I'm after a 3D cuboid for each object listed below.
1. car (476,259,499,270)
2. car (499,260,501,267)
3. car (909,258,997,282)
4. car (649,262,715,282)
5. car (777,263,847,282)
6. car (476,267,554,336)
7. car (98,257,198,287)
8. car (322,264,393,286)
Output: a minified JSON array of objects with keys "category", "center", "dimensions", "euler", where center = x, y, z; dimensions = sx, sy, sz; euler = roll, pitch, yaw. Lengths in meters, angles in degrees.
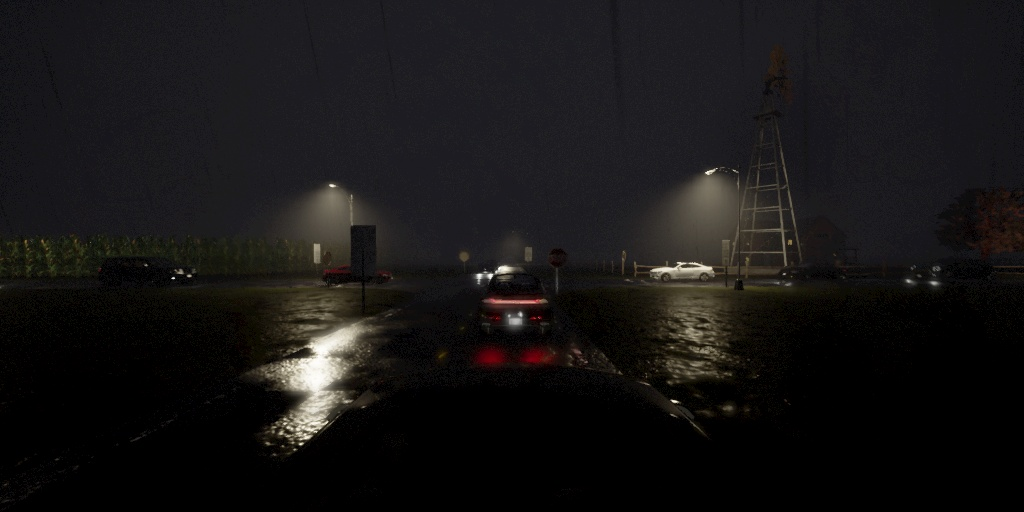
[{"category":"car","center":[-2.928,1.287,41.529],"dimensions":[1.994,1.385,4.181],"euler":[0,0,1]},{"category":"car","center":[-2.934,1.215,51.894],"dimensions":[1.837,1.490,4.892],"euler":[0,0,0]},{"category":"car","center":[33.018,0.947,26.966],"dimensions":[4.553,1.767,2.097],"euler":[0,1,2]},{"category":"car","center":[13.015,1.194,27.563],"dimensions":[4.674,1.442,1.812],"euler":[0,1,0]},{"category":"car","center":[22.801,1.199,27.324],"dimensions":[4.181,1.385,1.994],"euler":[0,1,2]},{"category":"car","center":[0.094,1.239,10.367],"dimensions":[2.128,1.511,4.902],"euler":[0,0,0]},{"category":"car","center":[-25.381,1.068,25.094],"dimensions":[5.566,2.045,2.150],"euler":[-1,1,0]},{"category":"car","center":[-10.907,1.312,25.442],"dimensions":[4.674,1.442,1.812],"euler":[0,1,-5]}]
